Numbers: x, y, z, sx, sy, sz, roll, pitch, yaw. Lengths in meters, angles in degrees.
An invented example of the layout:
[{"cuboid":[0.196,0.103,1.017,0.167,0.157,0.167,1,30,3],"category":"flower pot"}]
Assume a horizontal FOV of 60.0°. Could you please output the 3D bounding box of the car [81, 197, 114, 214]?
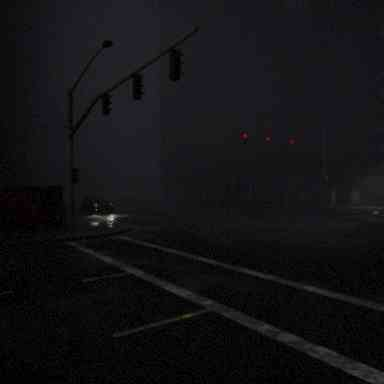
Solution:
[{"cuboid":[-9.588,1.259,33.523,2.097,1.767,4.553,-1,0,-36],"category":"car"}]
